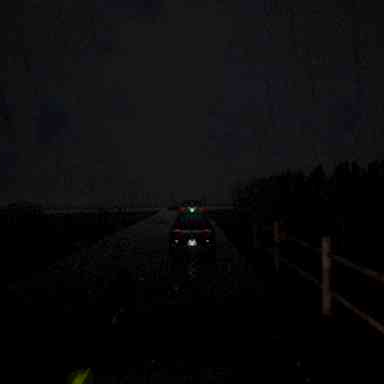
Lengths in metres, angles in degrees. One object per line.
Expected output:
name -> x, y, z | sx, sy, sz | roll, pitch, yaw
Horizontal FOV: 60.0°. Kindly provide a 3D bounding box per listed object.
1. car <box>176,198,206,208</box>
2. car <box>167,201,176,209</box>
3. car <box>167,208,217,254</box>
car -> 0.019, 1.576, 29.012 | 2.150, 2.045, 5.566 | 0, -1, 0
car -> -2.724, 2.203, 51.279 | 1.882, 1.535, 5.008 | 0, -1, 0
car -> 0.014, 1.648, 14.297 | 2.128, 1.511, 4.902 | 0, -1, 0
